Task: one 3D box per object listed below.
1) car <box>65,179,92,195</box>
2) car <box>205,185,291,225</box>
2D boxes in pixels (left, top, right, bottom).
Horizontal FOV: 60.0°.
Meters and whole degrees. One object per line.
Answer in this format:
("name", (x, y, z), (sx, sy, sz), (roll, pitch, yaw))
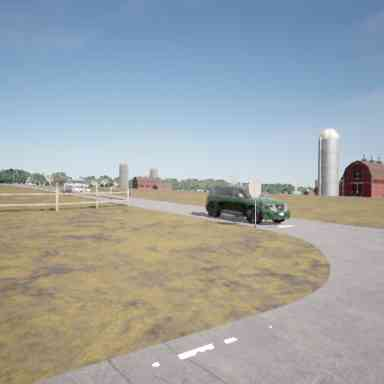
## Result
("car", (-15.444, -0.727, 45.011), (2.150, 2.045, 5.566), (2, 2, -36))
("car", (3.044, 0.662, 19.440), (2.150, 2.045, 5.566), (2, 2, -36))
